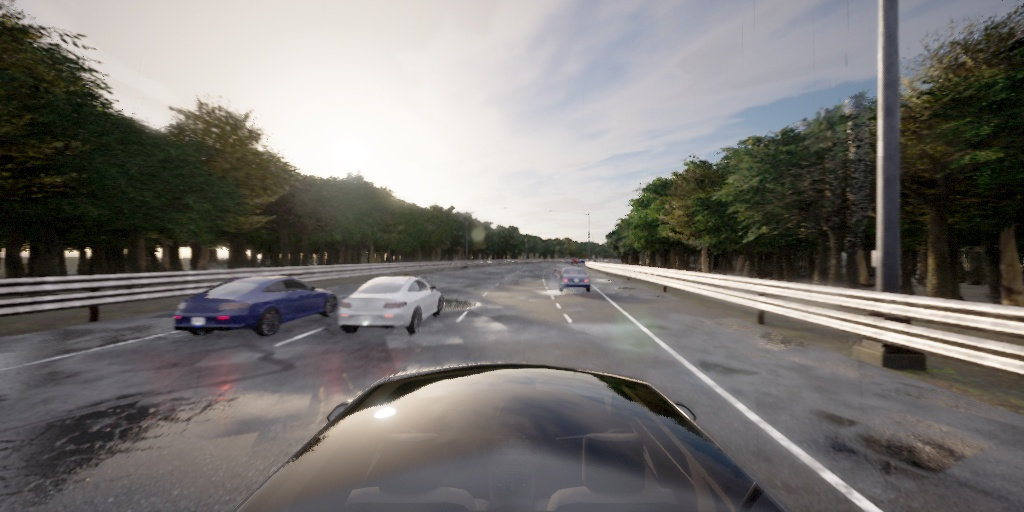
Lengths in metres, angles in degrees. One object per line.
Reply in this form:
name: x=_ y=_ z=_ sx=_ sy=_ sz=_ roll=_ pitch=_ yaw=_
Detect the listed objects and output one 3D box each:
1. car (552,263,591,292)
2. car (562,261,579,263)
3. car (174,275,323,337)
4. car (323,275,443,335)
car: x=3.736 y=1.394 z=22.279 sx=2.033 sy=1.411 sz=5.357 roll=0 pitch=0 yaw=5
car: x=4.619 y=1.439 z=32.557 sx=2.033 sy=1.411 sz=5.357 roll=0 pitch=0 yaw=5
car: x=-6.796 y=1.261 z=10.118 sx=1.812 sy=1.442 sz=4.674 roll=0 pitch=0 yaw=1
car: x=-3.305 y=1.285 z=10.496 sx=1.812 sy=1.442 sz=4.674 roll=0 pitch=0 yaw=1
